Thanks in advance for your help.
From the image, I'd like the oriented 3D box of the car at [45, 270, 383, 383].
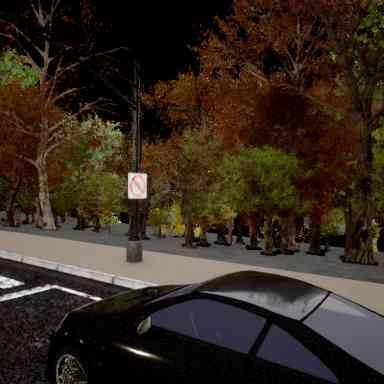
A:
[{"bbox_3d":[0.374,1.564,3.420,4.181,1.385,1.994,0,0,36],"label":"car"}]
